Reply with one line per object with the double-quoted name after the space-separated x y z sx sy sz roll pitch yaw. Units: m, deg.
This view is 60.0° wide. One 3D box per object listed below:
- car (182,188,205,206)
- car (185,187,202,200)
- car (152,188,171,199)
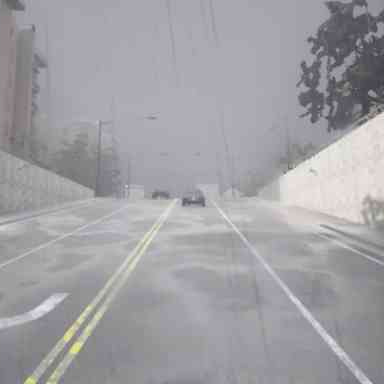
0.123 0.437 28.997 1.994 1.385 4.181 0 3 0 "car"
0.150 0.245 40.758 1.895 1.301 4.718 0 -5 0 "car"
-3.463 0.160 37.949 1.895 1.301 4.718 0 0 0 "car"
